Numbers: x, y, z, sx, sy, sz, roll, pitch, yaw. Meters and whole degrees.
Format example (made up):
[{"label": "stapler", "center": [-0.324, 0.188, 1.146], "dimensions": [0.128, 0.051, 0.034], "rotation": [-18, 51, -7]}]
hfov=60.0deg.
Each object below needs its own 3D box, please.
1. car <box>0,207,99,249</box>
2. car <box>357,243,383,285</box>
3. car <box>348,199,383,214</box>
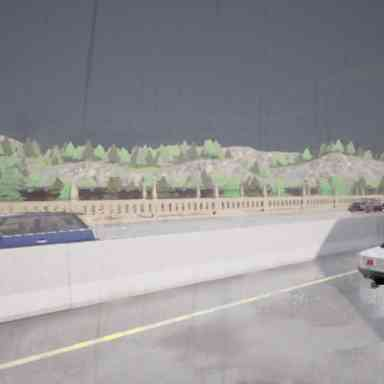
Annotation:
[{"label": "car", "center": [-4.900, 1.347, 9.093], "dimensions": [4.553, 1.767, 2.097], "rotation": [0, 0, -35]}, {"label": "car", "center": [6.099, 1.559, 8.098], "dimensions": [4.718, 1.301, 1.895], "rotation": [0, 0, -36]}, {"label": "car", "center": [17.690, 1.415, 33.758], "dimensions": [4.181, 1.385, 1.994], "rotation": [0, 0, -35]}]
